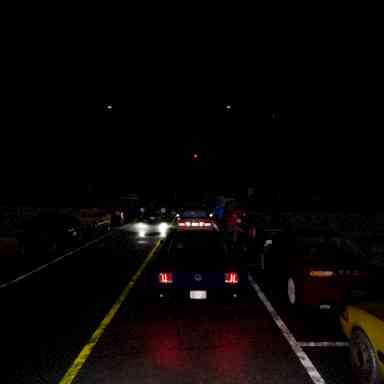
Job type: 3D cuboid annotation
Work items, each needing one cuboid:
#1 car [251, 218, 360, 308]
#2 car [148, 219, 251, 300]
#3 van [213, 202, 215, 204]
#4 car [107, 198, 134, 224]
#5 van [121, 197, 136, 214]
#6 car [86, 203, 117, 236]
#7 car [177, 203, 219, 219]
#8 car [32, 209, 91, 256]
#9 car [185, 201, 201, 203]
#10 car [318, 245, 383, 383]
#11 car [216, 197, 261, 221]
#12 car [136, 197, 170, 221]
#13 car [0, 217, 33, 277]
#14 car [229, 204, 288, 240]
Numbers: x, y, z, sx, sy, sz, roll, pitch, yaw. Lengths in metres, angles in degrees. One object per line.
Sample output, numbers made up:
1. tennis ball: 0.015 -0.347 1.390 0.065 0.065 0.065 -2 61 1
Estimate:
1. car: 2.776 1.545 7.750 1.887 1.381 4.507 0 0 0
2. car: 0.118 1.601 8.340 1.895 1.301 4.718 0 0 0
3. van: 2.822 1.346 29.500 1.690 1.788 3.998 0 0 0
4. car: -5.715 1.443 24.080 1.967 1.590 4.097 0 0 0
5. van: -5.704 1.346 29.518 1.690 1.788 3.998 0 0 0
6. car: -5.727 1.527 18.473 1.752 1.417 4.829 0 0 0
7. car: 0.134 1.549 17.930 2.033 1.411 5.357 0 0 0
8. car: -5.738 1.567 13.205 1.947 1.339 4.313 0 0 0
9. car: 0.055 1.482 27.758 1.882 1.535 5.008 0 0 0
10. car: 2.765 1.525 2.482 1.752 1.417 4.829 0 0 0
11. car: 2.799 1.317 18.625 2.192 1.841 5.009 0 0 0
12. car: -2.945 1.363 26.926 2.097 1.767 4.553 0 0 0
13. car: -5.750 1.526 7.598 1.752 1.417 4.829 0 0 0
14. car: 2.787 1.441 13.187 1.967 1.590 4.097 0 0 0
